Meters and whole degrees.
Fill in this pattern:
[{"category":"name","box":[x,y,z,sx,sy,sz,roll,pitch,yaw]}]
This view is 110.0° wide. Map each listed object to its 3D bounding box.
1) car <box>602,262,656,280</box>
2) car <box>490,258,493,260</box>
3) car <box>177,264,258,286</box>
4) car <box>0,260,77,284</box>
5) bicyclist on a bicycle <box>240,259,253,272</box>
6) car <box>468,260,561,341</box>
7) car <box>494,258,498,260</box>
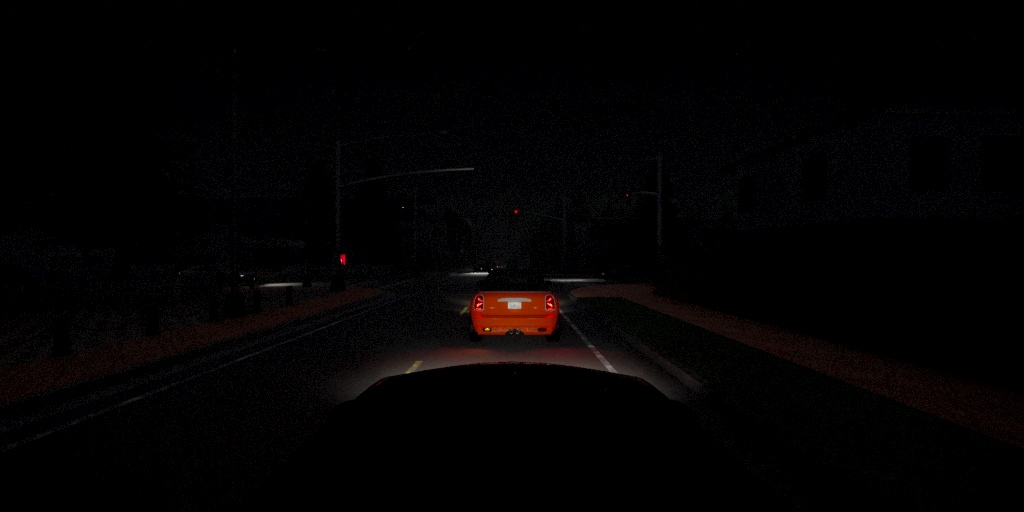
[{"category":"car","box":[10.015,1.223,29.949,4.902,1.511,2.128,0,0,-5]},{"category":"car","box":[-3.619,1.314,44.326,1.994,1.385,4.181,0,0,0]},{"category":"car","box":[-20.010,1.291,24.465,4.674,1.442,1.812,0,0,-2]},{"category":"car","box":[-33.108,1.243,24.071,5.008,1.535,1.882,1,0,-1]},{"category":"bicyclist on a bicycle","box":[-23.575,1.066,31.823,0.582,1.620,1.656,0,0,-2]},{"category":"car","box":[0.067,1.102,9.977,2.097,1.767,4.553,0,0,0]},{"category":"car","box":[-3.620,1.313,57.098,1.994,1.385,4.181,0,0,0]}]
